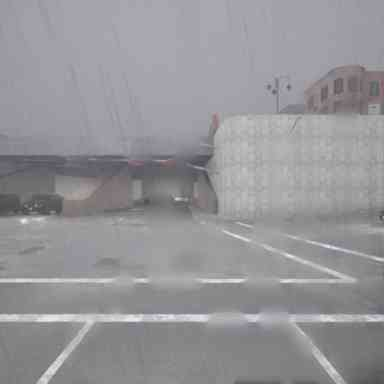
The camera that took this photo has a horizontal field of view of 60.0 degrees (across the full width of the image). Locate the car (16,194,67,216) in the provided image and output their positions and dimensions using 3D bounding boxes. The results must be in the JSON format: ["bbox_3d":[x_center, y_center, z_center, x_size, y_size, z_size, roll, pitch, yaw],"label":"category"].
[{"bbox_3d":[-14.844,1.222,33.193,2.150,2.045,5.566,0,0,-2],"label":"car"}]

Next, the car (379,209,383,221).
[{"bbox_3d":[12.783,0.873,18.231,4.674,1.442,1.812,-7,0,-1],"label":"car"}]

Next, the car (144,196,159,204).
[{"bbox_3d":[-8.112,1.547,65.004,2.033,1.411,5.357,0,0,4],"label":"car"}]

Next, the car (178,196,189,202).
[{"bbox_3d":[-2.287,1.524,75.182,1.812,1.442,4.674,0,0,28],"label":"car"}]

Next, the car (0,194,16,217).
[{"bbox_3d":[-18.294,1.223,31.589,2.150,2.045,5.566,0,0,-2],"label":"car"}]

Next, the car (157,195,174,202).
[{"bbox_3d":[-5.967,1.500,75.436,1.837,1.490,4.892,0,0,24],"label":"car"}]

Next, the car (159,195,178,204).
[{"bbox_3d":[-4.591,1.491,65.168,2.128,1.511,4.902,0,0,4],"label":"car"}]

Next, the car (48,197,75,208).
[{"bbox_3d":[-18.735,1.492,48.005,2.128,1.511,4.902,0,0,-1],"label":"car"}]
